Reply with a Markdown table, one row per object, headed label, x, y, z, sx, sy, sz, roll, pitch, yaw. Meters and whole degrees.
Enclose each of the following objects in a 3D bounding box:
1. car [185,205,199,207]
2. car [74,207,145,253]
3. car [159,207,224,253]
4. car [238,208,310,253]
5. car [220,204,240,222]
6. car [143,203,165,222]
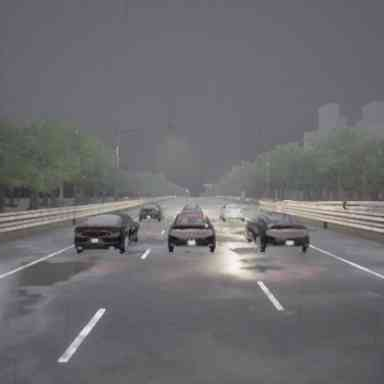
| label | x | y | z | sx | sy | sz | roll | pitch | yaw |
| --- | --- | --- | --- | --- | --- | --- | --- | --- | --- |
| car | -0.008 | 1.830 | 29.289 | 1.994 | 1.385 | 4.181 | 0 | 0 | 0 |
| car | -3.500 | 1.613 | 14.477 | 1.882 | 1.535 | 5.008 | 0 | 0 | 0 |
| car | -0.002 | 1.626 | 14.299 | 2.128 | 1.511 | 4.902 | 0 | 0 | 0 |
| car | 3.499 | 1.626 | 14.302 | 2.128 | 1.511 | 4.902 | 0 | 0 | 0 |
| car | 3.492 | 1.792 | 29.381 | 1.812 | 1.442 | 4.674 | 0 | 0 | 0 |
| car | -3.509 | 1.774 | 29.295 | 1.837 | 1.490 | 4.892 | 0 | 0 | 0 |
